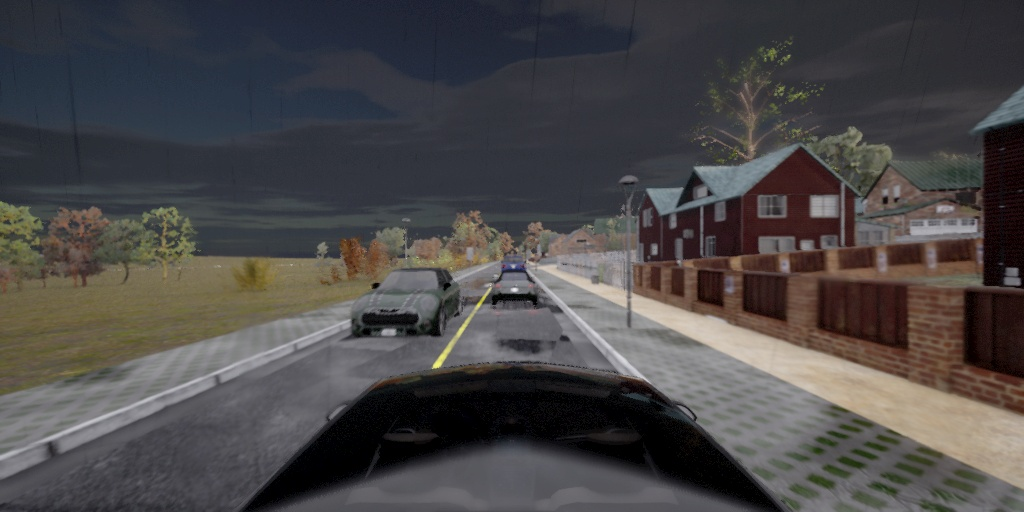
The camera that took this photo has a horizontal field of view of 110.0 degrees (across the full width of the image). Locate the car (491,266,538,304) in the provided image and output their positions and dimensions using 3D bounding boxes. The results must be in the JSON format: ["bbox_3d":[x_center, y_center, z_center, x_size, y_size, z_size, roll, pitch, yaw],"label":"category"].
[{"bbox_3d":[0.114,1.312,16.235,1.994,1.385,4.181,0,0,0],"label":"car"}]

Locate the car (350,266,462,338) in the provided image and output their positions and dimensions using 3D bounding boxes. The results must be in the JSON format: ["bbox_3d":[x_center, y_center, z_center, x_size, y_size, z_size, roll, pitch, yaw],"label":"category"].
[{"bbox_3d":[-2.735,1.106,10.221,2.097,1.767,4.553,0,0,0],"label":"car"}]

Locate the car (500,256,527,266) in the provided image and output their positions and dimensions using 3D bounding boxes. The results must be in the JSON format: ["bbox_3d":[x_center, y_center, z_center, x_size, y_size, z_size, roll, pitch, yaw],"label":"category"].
[{"bbox_3d":[0.145,0.974,32.273,2.150,2.045,5.566,0,0,1],"label":"car"}]
